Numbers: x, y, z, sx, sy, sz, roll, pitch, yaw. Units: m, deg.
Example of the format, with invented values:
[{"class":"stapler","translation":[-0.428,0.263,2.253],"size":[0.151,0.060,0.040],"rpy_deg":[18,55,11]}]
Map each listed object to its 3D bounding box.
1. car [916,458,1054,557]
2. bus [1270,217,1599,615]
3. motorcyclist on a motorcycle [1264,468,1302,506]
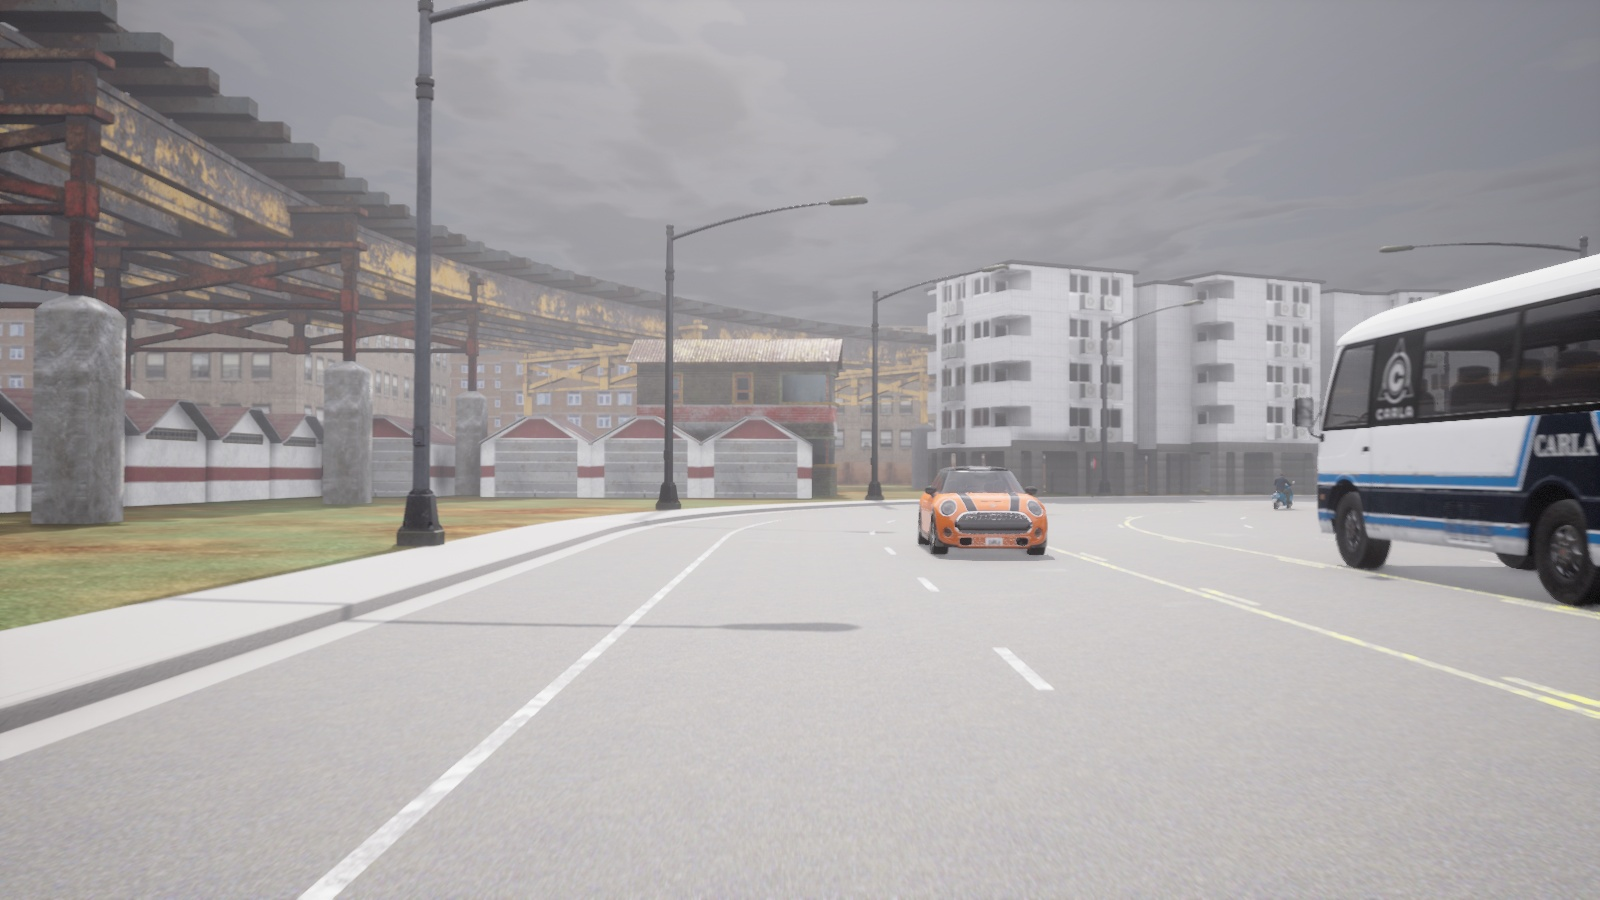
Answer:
[{"class":"car","translation":[3.530,1.075,24.838],"size":[2.097,1.767,4.553],"rpy_deg":[0,-1,1]},{"class":"bus","translation":[10.517,-0.309,17.602],"size":[3.944,4.253,10.273],"rpy_deg":[0,-1,0]},{"class":"motorcyclist on a motorcycle","translation":[20.681,1.586,53.802],"size":[0.866,1.590,1.817],"rpy_deg":[-1,-1,45]}]
